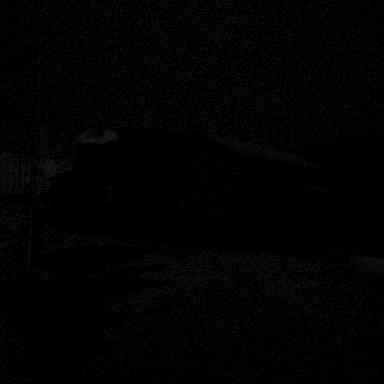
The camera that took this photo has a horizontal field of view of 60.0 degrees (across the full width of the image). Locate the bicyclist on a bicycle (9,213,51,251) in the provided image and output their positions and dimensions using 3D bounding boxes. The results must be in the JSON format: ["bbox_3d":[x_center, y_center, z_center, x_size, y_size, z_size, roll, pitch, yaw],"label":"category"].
[{"bbox_3d":[-6.867,1.696,14.227,1.656,1.620,0.582,4,-2,-39],"label":"bicyclist on a bicycle"}]
